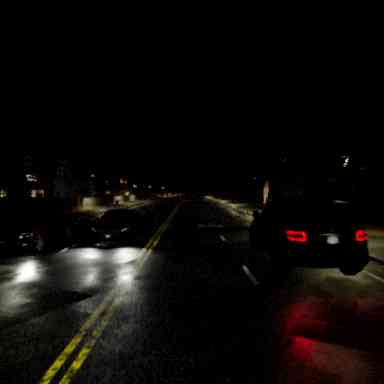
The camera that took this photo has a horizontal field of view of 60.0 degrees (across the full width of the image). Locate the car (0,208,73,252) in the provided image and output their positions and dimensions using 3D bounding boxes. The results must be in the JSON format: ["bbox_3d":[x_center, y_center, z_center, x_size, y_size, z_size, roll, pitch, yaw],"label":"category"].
[{"bbox_3d":[-6.696,1.500,14.211,1.882,1.535,5.008,0,0,0],"label":"car"}]

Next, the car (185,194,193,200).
[{"bbox_3d":[-0.914,1.276,88.837,2.097,1.767,4.553,0,0,-1],"label":"car"}]

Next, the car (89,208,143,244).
[{"bbox_3d":[-3.457,1.537,15.924,1.812,1.442,4.674,0,0,0],"label":"car"}]

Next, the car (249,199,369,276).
[{"bbox_3d":[3.279,1.212,10.489,2.150,2.045,5.566,0,0,-1],"label":"car"}]
